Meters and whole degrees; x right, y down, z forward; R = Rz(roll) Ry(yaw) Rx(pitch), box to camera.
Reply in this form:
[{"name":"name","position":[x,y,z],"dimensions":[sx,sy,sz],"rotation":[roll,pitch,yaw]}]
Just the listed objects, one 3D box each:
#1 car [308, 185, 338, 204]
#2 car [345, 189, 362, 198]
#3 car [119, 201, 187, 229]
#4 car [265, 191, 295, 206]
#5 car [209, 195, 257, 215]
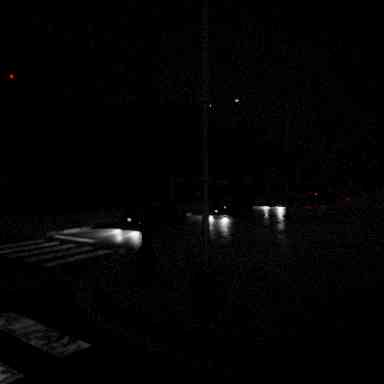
[{"name":"car","position":[14.745,0.233,37.455],"dimensions":[2.150,2.045,5.566],"rotation":[0,1,35]},{"name":"car","position":[25.768,0.188,52.981],"dimensions":[1.895,1.301,4.718],"rotation":[0,1,35]},{"name":"car","position":[-2.105,1.204,18.818],"dimensions":[1.994,1.385,4.181],"rotation":[0,1,35]},{"name":"car","position":[9.325,0.642,34.905],"dimensions":[1.837,1.490,4.892],"rotation":[0,1,35]},{"name":"car","position":[3.312,0.944,26.446],"dimensions":[2.033,1.411,5.357],"rotation":[0,1,35]}]
